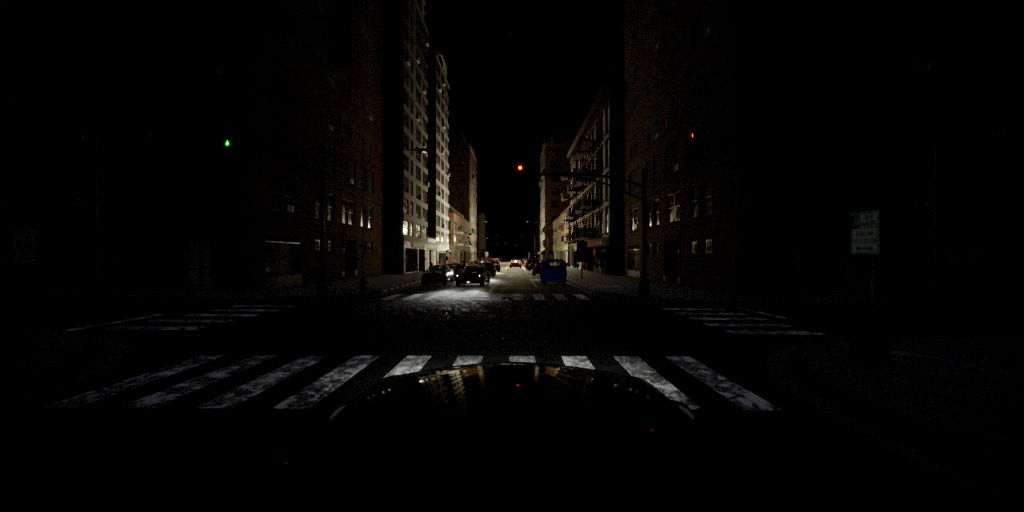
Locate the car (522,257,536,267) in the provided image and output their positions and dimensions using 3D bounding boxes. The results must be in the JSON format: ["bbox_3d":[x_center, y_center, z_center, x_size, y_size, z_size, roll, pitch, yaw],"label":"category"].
[{"bbox_3d":[3.089,1.054,53.764,2.192,1.841,5.009,0,0,1],"label":"car"}]

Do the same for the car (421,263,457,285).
[{"bbox_3d":[-5.185,1.299,25.419,2.007,1.370,4.403,0,0,1],"label":"car"}]

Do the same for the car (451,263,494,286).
[{"bbox_3d":[-2.658,1.349,25.127,1.895,1.301,4.718,0,0,4],"label":"car"}]

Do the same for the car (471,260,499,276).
[{"bbox_3d":[-2.558,1.348,35.139,1.895,1.301,4.718,0,0,0],"label":"car"}]

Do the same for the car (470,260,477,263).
[{"bbox_3d":[-4.987,1.269,47.977,1.751,1.417,4.829,0,0,1],"label":"car"}]

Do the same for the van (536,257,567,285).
[{"bbox_3d":[2.840,1.089,25.358,1.690,1.789,3.998,0,0,1],"label":"van"}]

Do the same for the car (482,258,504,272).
[{"bbox_3d":[-2.464,1.309,45.193,1.994,1.385,4.181,0,0,1],"label":"car"}]

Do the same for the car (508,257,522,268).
[{"bbox_3d":[0.602,1.336,59.039,1.895,1.301,4.718,0,0,1],"label":"car"}]

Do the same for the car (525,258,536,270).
[{"bbox_3d":[3.039,1.325,48.082,1.802,1.307,4.207,0,0,1],"label":"car"}]

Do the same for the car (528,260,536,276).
[{"bbox_3d":[2.939,1.329,36.720,1.802,1.307,4.207,0,0,1],"label":"car"}]
